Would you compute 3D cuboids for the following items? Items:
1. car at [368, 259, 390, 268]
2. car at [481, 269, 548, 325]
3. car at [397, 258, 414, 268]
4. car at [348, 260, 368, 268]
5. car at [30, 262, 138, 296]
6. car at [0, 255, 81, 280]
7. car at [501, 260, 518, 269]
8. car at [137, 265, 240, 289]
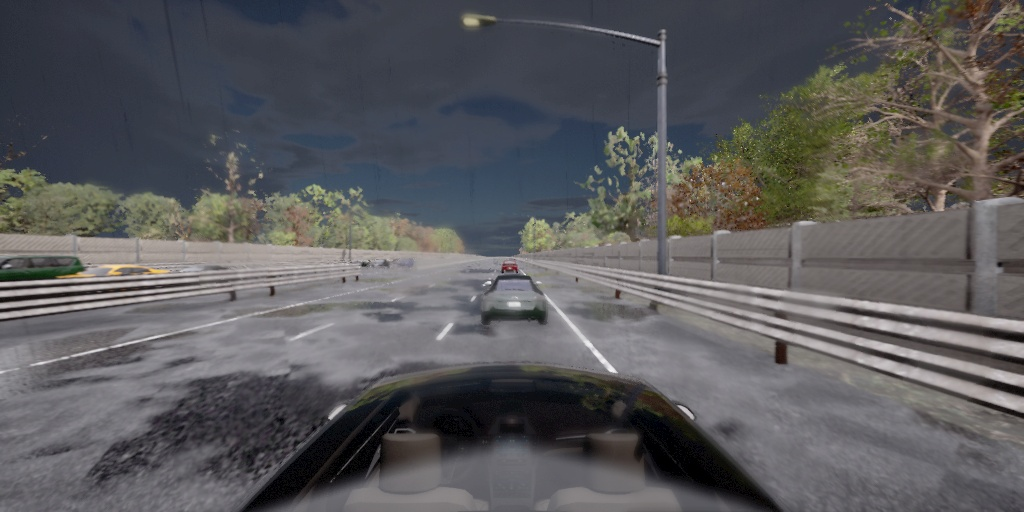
[{"bbox_3d":[-21.738,1.284,59.535,1.812,1.442,4.674,0,0,-1],"label":"car"},{"bbox_3d":[0.066,1.315,11.908,1.994,1.385,4.181,0,0,0],"label":"car"},{"bbox_3d":[-18.278,1.112,61.787,2.097,1.767,4.553,0,0,-1],"label":"car"},{"bbox_3d":[-25.224,1.359,59.288,1.895,1.301,4.718,0,0,-1],"label":"car"},{"bbox_3d":[-21.337,1.230,19.172,1.882,1.535,5.008,0,0,1],"label":"car"},{"bbox_3d":[-24.854,0.974,17.737,2.150,2.045,5.566,0,0,1],"label":"car"},{"bbox_3d":[-0.303,1.236,43.674,1.882,1.535,5.008,0,0,-1],"label":"car"},{"bbox_3d":[-17.814,1.278,20.391,1.812,1.442,4.674,0,0,1],"label":"car"}]
